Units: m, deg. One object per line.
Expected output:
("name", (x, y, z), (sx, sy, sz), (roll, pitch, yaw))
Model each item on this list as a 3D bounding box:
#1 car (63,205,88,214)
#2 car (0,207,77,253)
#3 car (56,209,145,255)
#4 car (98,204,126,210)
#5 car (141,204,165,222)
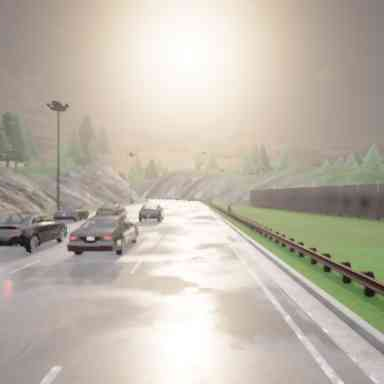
("car", (-10.512, 1.844, 29.304), (1.994, 1.385, 4.181), (0, -1, 0))
("car", (-7.004, 1.629, 14.292), (2.128, 1.511, 4.902), (0, 0, 0))
("car", (-3.506, 1.681, 13.984), (2.033, 1.411, 5.357), (0, -1, 0))
("car", (-7.012, 1.772, 29.286), (2.128, 1.511, 4.902), (0, 0, 0))
("car", (-3.512, 1.772, 29.288), (2.128, 1.511, 4.902), (0, 0, 0))
